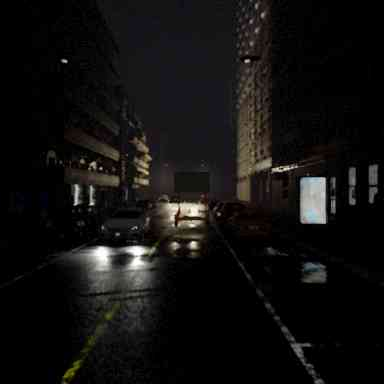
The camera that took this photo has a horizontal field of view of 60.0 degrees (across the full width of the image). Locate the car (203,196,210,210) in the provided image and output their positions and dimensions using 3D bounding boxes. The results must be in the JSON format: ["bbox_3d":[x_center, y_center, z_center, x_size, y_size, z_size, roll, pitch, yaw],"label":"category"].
[{"bbox_3d":[2.690,1.503,39.152,1.947,1.339,4.313,0,0,0],"label":"car"}]

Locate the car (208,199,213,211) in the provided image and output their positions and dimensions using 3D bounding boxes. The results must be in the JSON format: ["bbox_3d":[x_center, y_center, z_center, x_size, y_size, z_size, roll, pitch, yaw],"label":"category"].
[{"bbox_3d":[2.690,1.503,27.855,2.008,1.369,4.403,0,0,0],"label":"car"}]

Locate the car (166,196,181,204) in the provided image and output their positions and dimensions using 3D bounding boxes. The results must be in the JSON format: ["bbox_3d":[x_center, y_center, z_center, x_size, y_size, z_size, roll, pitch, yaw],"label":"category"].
[{"bbox_3d":[-3.041,1.417,59.143,1.837,1.490,4.892,0,0,1],"label":"car"}]

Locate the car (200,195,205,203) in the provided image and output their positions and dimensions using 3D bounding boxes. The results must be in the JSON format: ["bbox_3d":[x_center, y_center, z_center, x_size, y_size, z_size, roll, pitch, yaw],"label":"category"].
[{"bbox_3d":[2.691,1.450,67.394,1.887,1.381,4.507,0,0,0],"label":"car"}]

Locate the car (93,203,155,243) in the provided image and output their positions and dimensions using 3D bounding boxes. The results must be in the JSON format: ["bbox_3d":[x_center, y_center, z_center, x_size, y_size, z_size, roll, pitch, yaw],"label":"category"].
[{"bbox_3d":[-3.101,1.498,16.209,1.812,1.442,4.674,0,0,0],"label":"car"}]

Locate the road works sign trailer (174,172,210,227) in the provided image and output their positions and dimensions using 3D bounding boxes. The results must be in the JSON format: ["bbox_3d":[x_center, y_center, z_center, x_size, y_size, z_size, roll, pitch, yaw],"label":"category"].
[{"bbox_3d":[0.001,0.426,22.363,2.380,3.560,2.880,0,0,0],"label":"road works sign trailer"}]

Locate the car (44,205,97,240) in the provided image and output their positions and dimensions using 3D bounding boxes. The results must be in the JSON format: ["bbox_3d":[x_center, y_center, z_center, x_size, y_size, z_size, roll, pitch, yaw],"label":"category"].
[{"bbox_3d":[-5.690,1.411,16.558,1.967,1.590,4.097,0,0,0],"label":"car"}]

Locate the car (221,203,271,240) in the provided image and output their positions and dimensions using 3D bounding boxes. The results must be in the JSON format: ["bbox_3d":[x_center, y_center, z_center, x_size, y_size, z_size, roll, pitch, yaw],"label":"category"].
[{"bbox_3d":[2.690,1.496,16.728,1.752,1.417,4.829,0,0,0],"label":"car"}]

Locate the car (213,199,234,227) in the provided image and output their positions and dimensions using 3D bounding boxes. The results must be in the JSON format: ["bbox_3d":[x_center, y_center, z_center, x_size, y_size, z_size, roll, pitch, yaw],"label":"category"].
[{"bbox_3d":[2.690,1.402,22.205,1.967,1.590,4.097,0,0,0],"label":"car"}]

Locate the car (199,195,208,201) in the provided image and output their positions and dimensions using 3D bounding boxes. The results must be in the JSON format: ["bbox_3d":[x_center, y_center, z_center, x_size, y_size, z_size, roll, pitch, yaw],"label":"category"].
[{"bbox_3d":[2.690,1.446,78.692,2.008,1.369,4.403,0,0,0],"label":"car"}]

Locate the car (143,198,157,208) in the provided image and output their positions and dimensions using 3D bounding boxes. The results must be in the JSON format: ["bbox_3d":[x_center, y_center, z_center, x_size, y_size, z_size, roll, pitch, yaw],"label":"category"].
[{"bbox_3d":[-5.691,1.502,39.152,1.947,1.339,4.313,0,0,0],"label":"car"}]

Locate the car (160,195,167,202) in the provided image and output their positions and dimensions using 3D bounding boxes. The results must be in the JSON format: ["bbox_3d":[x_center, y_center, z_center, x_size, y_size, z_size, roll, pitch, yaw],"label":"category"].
[{"bbox_3d":[-5.690,1.345,67.394,1.967,1.590,4.097,0,0,0],"label":"car"}]

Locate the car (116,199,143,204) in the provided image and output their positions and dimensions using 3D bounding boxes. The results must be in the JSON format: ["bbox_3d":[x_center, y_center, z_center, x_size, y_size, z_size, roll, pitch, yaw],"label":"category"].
[{"bbox_3d":[-5.691,1.503,27.854,2.008,1.369,4.403,0,0,0],"label":"car"}]

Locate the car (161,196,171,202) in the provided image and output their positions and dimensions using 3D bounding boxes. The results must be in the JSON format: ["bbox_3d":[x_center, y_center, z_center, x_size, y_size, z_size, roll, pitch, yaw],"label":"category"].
[{"bbox_3d":[-5.690,1.482,73.043,1.802,1.307,4.206,0,0,0],"label":"car"}]
